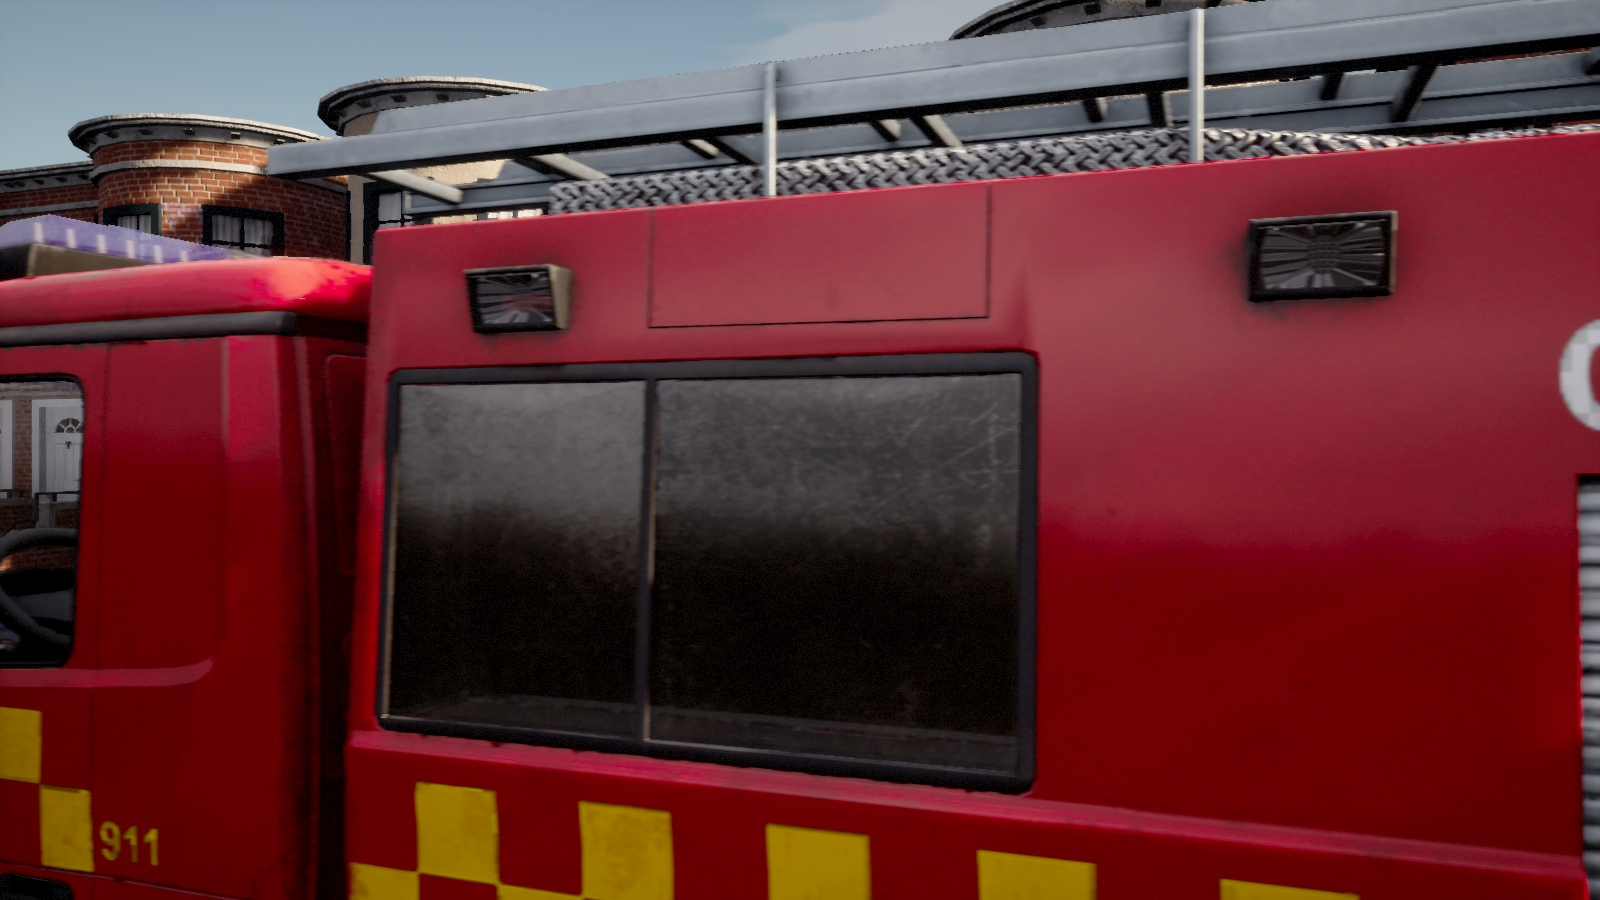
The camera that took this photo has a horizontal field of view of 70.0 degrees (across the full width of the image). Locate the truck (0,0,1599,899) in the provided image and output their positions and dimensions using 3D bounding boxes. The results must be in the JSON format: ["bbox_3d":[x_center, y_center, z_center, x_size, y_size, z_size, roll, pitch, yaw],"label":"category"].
[{"bbox_3d":[1.052,0.671,3.457,8.468,3.827,2.891,0,0,20],"label":"truck"}]
